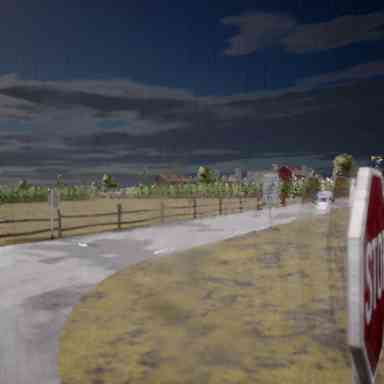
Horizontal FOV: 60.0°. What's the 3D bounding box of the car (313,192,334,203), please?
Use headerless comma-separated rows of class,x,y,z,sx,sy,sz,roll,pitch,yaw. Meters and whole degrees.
car,18.450,0.709,46.652,1.882,1.535,5.008,0,1,35
